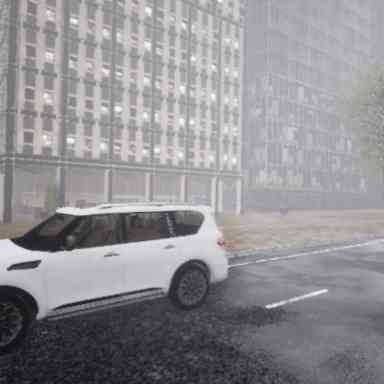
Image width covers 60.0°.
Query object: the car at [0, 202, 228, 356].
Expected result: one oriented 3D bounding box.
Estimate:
[{"bbox_3d":[-1.829,1.241,6.371,5.566,2.045,2.150,1,0,-35],"label":"car"}]
